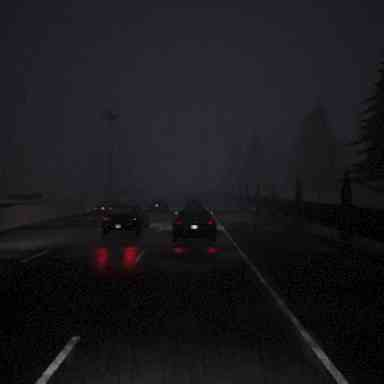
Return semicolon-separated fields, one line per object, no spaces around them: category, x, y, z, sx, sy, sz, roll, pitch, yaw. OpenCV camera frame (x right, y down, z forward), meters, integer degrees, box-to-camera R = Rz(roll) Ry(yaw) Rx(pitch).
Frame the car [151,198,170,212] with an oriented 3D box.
car;-3.395;1.272;34.136;1.994;1.385;4.181;0;0;0

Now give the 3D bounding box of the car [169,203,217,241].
car;0.103;1.427;15.973;1.994;1.385;4.181;0;0;0

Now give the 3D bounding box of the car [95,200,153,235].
car;-3.412;1.374;17.597;1.812;1.442;4.674;0;0;0

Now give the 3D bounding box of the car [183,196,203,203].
car;0.105;1.217;33.691;1.837;1.490;4.892;0;0;0

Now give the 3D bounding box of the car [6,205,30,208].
car;-14.094;0.985;27.541;2.150;2.045;5.566;0;0;0

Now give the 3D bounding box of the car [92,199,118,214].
car;-6.896;1.305;28.250;2.033;1.411;5.357;0;0;0
